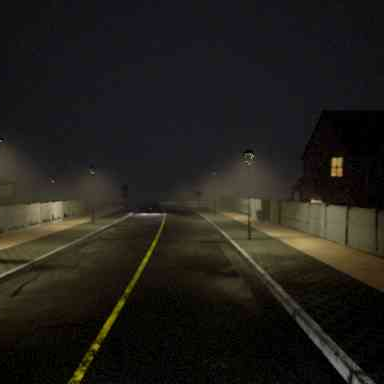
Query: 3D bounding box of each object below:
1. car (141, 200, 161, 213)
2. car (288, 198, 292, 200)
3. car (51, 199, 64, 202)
[{"bbox_3d":[-4.397,1.541,36.043,1.994,1.385,4.181,0,0,-4],"label":"car"},{"bbox_3d":[17.624,1.435,52.571,4.892,1.490,1.837,0,4,-8],"label":"car"},{"bbox_3d":[-18.818,1.741,47.857,4.718,1.301,1.895,0,4,-7],"label":"car"}]
